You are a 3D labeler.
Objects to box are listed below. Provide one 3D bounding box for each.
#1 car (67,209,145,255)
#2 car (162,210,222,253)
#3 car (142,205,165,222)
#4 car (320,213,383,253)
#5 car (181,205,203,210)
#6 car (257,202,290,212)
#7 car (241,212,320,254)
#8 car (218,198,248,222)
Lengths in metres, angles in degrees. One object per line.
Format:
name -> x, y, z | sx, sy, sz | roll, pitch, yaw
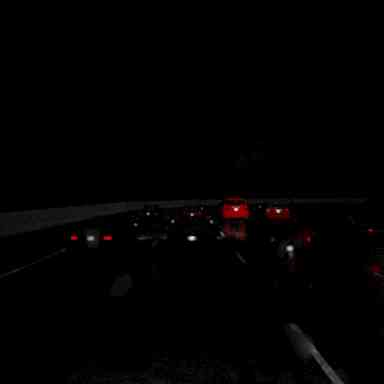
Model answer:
car -> -3.498, 1.682, 13.997 | 2.033, 1.411, 5.357 | 0, -1, 0
car -> 0.004, 1.702, 14.321 | 1.994, 1.385, 4.181 | 0, 0, 0
car -> -3.496, 1.825, 28.997 | 2.033, 1.411, 5.357 | 0, -1, 0
car -> 7.005, 1.630, 14.299 | 2.128, 1.511, 4.902 | 0, 0, 0
car -> 0.015, 1.845, 29.304 | 1.994, 1.385, 4.181 | 0, 0, 1
car -> 7.008, 1.629, 29.091 | 2.097, 1.767, 4.553 | 0, -1, 0
car -> 3.502, 1.737, 14.114 | 1.895, 1.301, 4.718 | 0, -1, 0
car -> 3.504, 1.495, 29.023 | 2.150, 2.045, 5.566 | 0, 0, 0
